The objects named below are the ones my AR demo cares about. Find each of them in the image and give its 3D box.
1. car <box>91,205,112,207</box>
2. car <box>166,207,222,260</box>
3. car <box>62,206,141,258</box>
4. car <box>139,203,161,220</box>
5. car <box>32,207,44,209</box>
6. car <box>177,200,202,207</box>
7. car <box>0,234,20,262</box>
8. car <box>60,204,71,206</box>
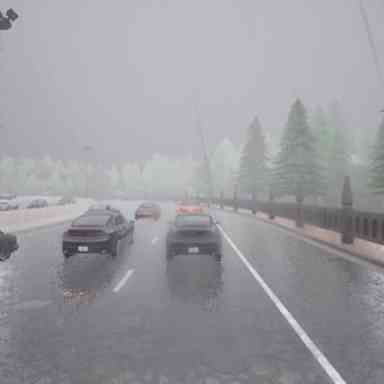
[{"bbox_3d":[-7.113,1.658,26.447,1.895,1.301,4.718,0,0,-2],"label":"car"},{"bbox_3d":[0.068,1.531,12.485,1.837,1.490,4.892,0,0,0],"label":"car"},{"bbox_3d":[-3.430,1.535,12.944,1.837,1.490,4.892,0,0,0],"label":"car"},{"bbox_3d":[-3.731,1.625,28.449,1.994,1.385,4.181,0,0,-3],"label":"car"},{"bbox_3d":[-20.209,1.660,43.936,1.994,1.385,4.181,0,0,-13],"label":"car"},{"bbox_3d":[-0.190,1.410,27.567,2.097,1.767,4.553,0,0,-3],"label":"car"},{"bbox_3d":[-6.958,1.568,9.149,2.033,1.411,5.357,0,0,1],"label":"car"},{"bbox_3d":[-16.927,1.449,45.243,2.097,1.767,4.553,0,0,-14],"label":"car"}]
